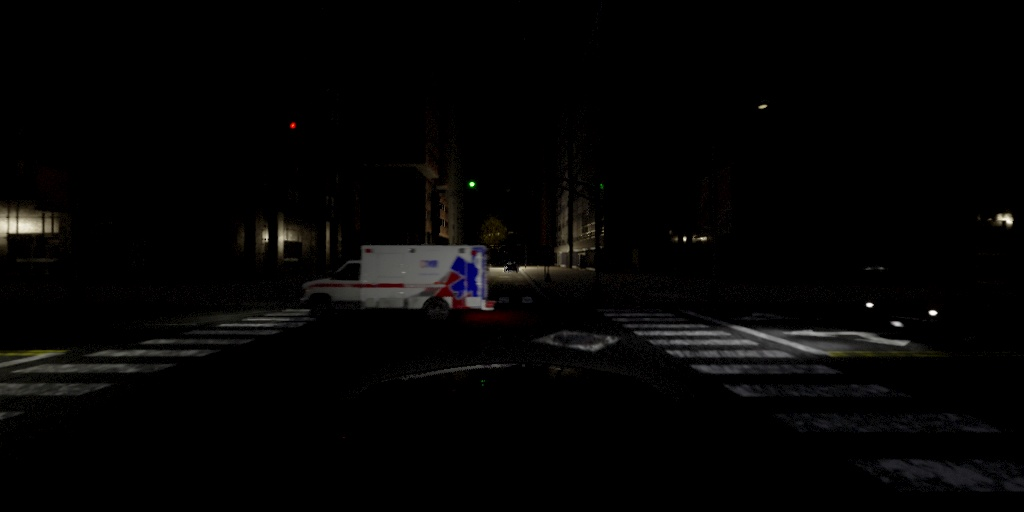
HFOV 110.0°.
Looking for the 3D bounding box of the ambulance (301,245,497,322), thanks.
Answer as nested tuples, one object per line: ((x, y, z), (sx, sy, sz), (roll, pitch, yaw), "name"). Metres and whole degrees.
((-3.753, 0.880, 12.462), (6.366, 2.431, 2.351), (0, -1, 0), "ambulance")

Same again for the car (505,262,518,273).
((-0.083, 1.815, 55.233), (1.994, 1.385, 4.181), (0, -1, 0), "car")

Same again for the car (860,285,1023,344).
((12.017, 1.425, 9.250), (4.718, 1.301, 1.895), (0, 0, -2), "car")
